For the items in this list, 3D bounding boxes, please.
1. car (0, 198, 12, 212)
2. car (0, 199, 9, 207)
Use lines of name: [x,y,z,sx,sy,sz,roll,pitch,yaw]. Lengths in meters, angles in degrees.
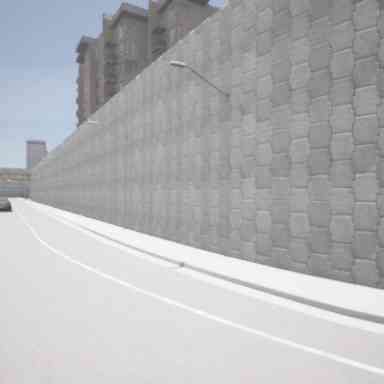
car: [-23.395,1.728,41.052,1.994,1.385,4.181,1,-1,-30]
car: [-33.327,1.851,58.394,1.895,1.301,4.718,1,0,-29]
